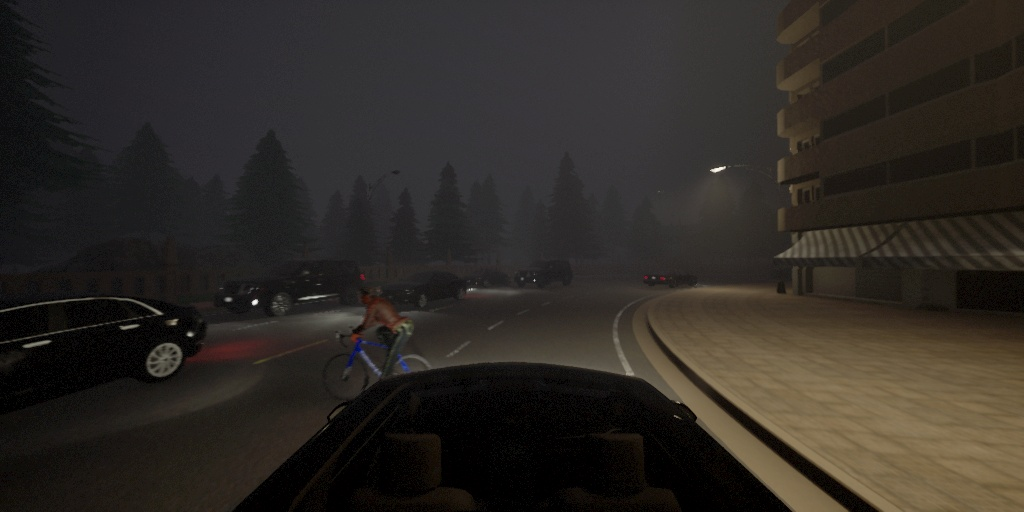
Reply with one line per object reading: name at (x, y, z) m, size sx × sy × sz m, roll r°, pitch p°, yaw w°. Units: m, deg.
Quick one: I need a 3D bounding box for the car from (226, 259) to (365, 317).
car at (-8.458, 1.117, 14.428) m, size 2.150 × 2.045 × 5.566 m, roll 0°, pitch -1°, yaw 19°

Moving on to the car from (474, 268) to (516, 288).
car at (-1.919, 1.635, 27.309) m, size 1.994 × 1.385 × 4.181 m, roll 0°, pitch -1°, yaw 36°

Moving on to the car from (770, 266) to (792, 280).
car at (29.883, 1.794, 37.979) m, size 4.674 × 1.442 × 1.812 m, roll 0°, pitch -1°, yaw -6°

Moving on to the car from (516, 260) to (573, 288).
car at (2.554, 1.303, 27.500) m, size 2.150 × 2.045 × 5.566 m, roll -1°, pitch -1°, yaw 42°

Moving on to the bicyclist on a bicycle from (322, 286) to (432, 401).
bicyclist on a bicycle at (-1.863, 1.240, 4.989) m, size 1.656 × 1.620 × 0.582 m, roll 0°, pitch -1°, yaw 6°

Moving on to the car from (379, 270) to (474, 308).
car at (-3.922, 1.409, 16.619) m, size 1.882 × 1.535 × 5.008 m, roll 0°, pitch -1°, yaw 23°

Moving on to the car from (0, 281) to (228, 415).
car at (-6.623, 1.275, 4.489) m, size 1.837 × 1.490 × 4.892 m, roll 0°, pitch 0°, yaw 6°

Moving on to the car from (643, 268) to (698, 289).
car at (11.998, 1.642, 27.058) m, size 5.357 × 1.411 × 2.033 m, roll 1°, pitch -1°, yaw -40°
